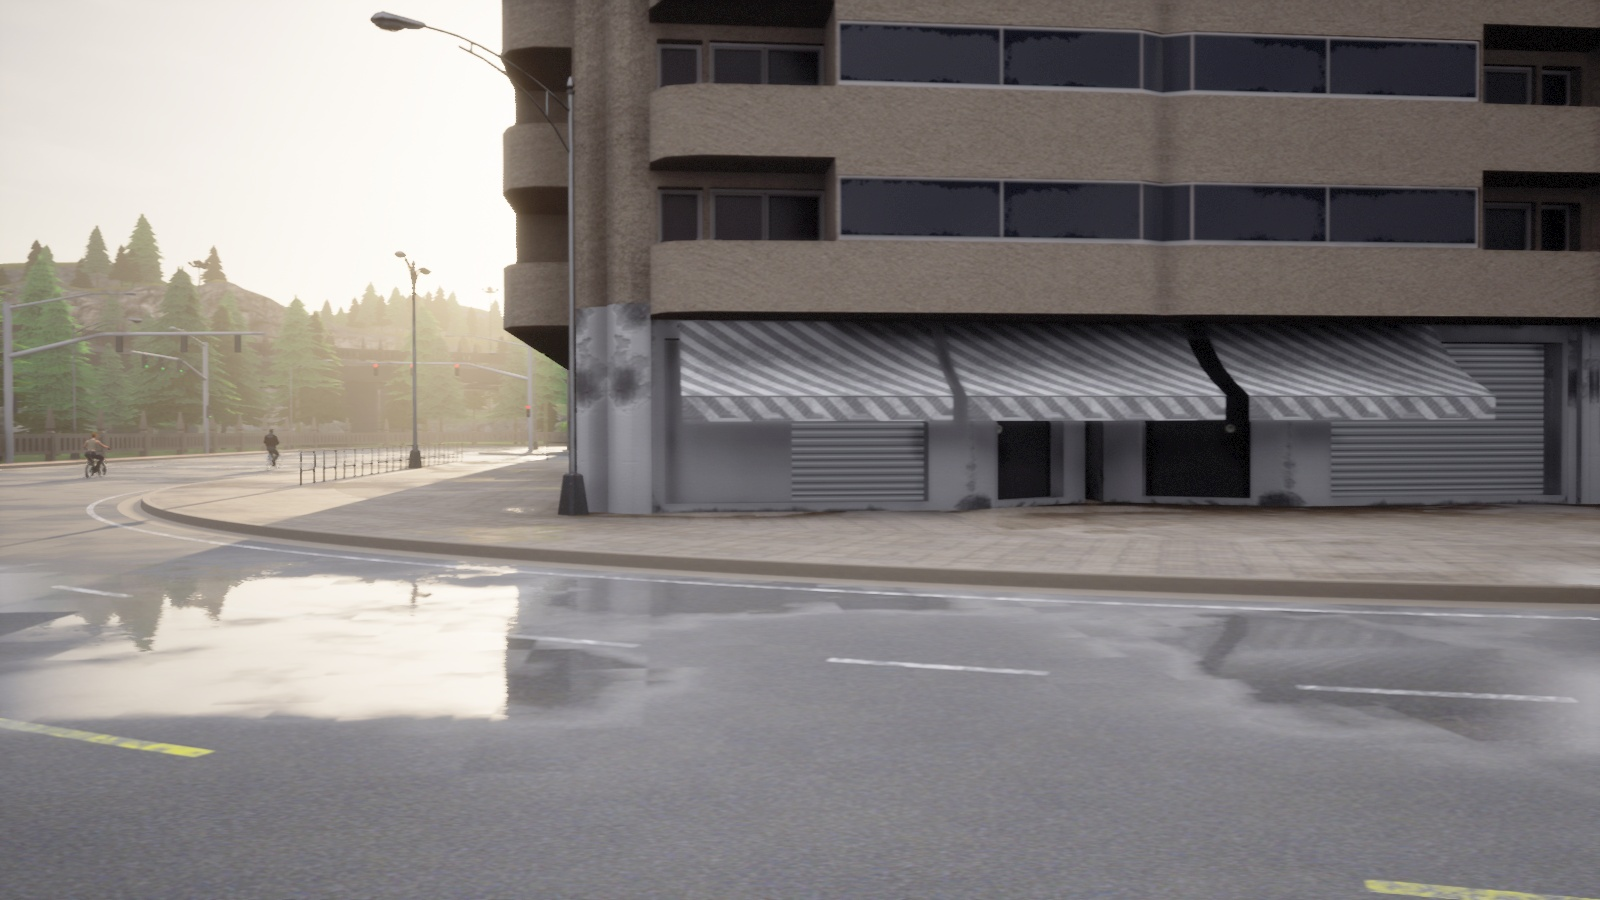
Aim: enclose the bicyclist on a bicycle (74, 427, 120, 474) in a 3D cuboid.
[{"bbox_3d":[-24.406,0.002,43.642,0.866,1.612,1.509,0,1,-6],"label":"bicyclist on a bicycle"}]
